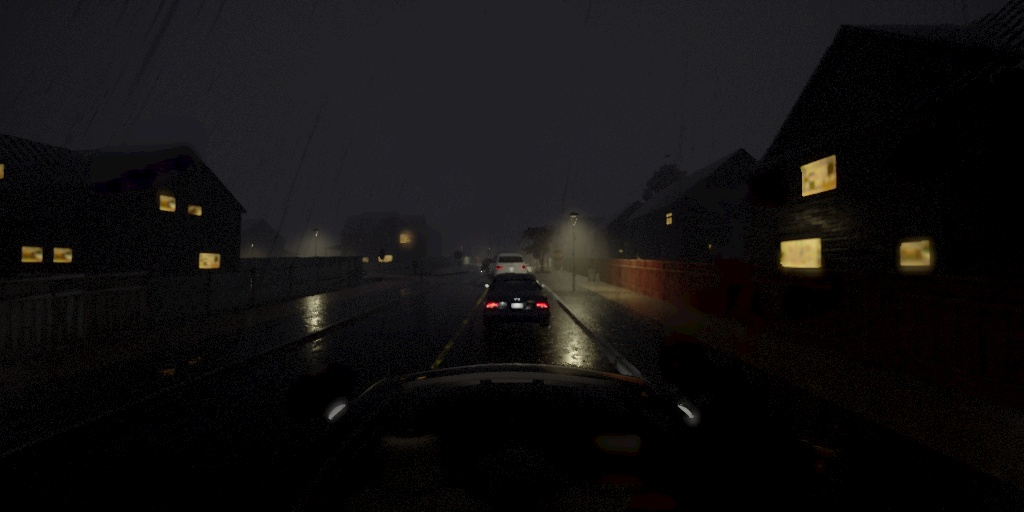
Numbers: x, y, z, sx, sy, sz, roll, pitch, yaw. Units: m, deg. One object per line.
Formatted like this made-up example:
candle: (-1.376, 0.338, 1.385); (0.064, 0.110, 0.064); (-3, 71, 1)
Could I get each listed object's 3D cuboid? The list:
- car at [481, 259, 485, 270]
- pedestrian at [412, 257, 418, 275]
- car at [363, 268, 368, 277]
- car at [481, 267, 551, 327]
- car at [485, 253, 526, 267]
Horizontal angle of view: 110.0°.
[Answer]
car: (-2.849, 1.025, 45.747); (1.882, 1.535, 5.008); (0, 0, 0)
pedestrian: (-9.915, 1.001, 36.656); (0.375, 1.860, 0.375); (0, -1, 5)
car: (-14.917, 1.281, 31.409); (4.181, 1.385, 1.994); (-1, -2, 8)
car: (0.103, 1.239, 11.224); (2.033, 1.411, 5.357); (0, 0, 0)
car: (-0.448, 0.806, 25.500); (2.150, 2.045, 5.566); (0, 2, -9)
